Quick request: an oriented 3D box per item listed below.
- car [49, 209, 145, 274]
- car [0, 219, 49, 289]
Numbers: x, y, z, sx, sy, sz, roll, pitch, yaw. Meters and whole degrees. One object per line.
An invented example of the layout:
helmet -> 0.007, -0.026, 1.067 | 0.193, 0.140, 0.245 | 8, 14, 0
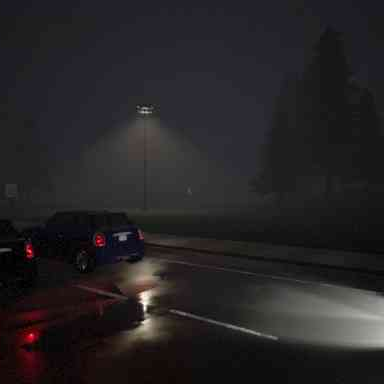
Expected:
car -> -3.724, 1.351, 10.837 | 4.553, 1.767, 2.097 | 0, 0, 36
car -> -5.760, 1.351, 7.991 | 4.553, 1.767, 2.097 | 0, 0, 36
